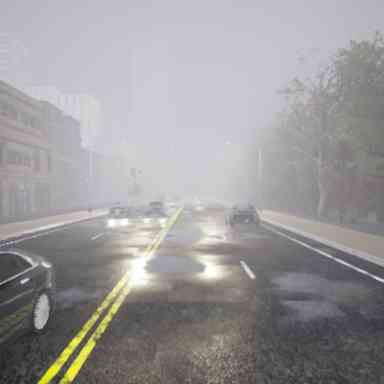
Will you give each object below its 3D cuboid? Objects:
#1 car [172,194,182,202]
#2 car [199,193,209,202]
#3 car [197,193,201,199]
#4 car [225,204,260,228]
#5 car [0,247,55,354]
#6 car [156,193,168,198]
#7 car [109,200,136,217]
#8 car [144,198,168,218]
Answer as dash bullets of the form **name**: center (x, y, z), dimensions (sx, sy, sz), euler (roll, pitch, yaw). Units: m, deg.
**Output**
- **car**: center (-3.265, 1.297, 72.396), dimensions (2.097, 1.767, 4.553), euler (0, 0, 0)
- **car**: center (3.234, 1.698, 83.626), dimensions (1.812, 1.442, 4.674), euler (0, 0, 0)
- **car**: center (3.232, 1.754, 94.627), dimensions (1.994, 1.385, 4.181), euler (0, 0, 0)
- **car**: center (3.346, 1.544, 22.712), dimensions (2.128, 1.511, 4.902), euler (0, 0, 0)
- **car**: center (-3.306, 1.515, 3.941), dimensions (1.837, 1.490, 4.892), euler (0, 0, 0)
- **car**: center (-6.515, 1.166, 72.335), dimensions (2.150, 2.045, 5.566), euler (0, 0, 0)
- **car**: center (-6.592, 1.562, 31.844), dimensions (2.128, 1.511, 4.902), euler (0, 0, 0)
- **car**: center (-3.343, 1.576, 31.638), dimensions (1.837, 1.490, 4.892), euler (0, 0, 0)
